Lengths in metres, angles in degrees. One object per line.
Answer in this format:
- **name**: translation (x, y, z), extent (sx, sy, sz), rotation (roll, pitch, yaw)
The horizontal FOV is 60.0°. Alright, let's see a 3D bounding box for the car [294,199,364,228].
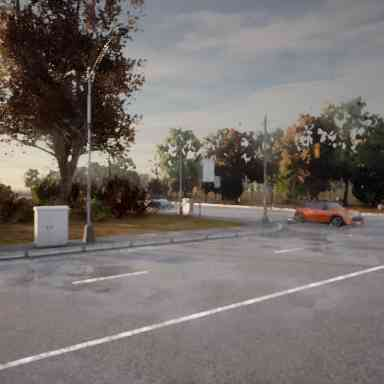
- **car**: translation (9.432, 1.426, 23.126), extent (2.097, 1.767, 4.553), rotation (0, 0, -32)

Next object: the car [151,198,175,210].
- **car**: translation (-4.091, 1.595, 44.495), extent (1.812, 1.442, 4.674), rotation (0, 0, -33)
